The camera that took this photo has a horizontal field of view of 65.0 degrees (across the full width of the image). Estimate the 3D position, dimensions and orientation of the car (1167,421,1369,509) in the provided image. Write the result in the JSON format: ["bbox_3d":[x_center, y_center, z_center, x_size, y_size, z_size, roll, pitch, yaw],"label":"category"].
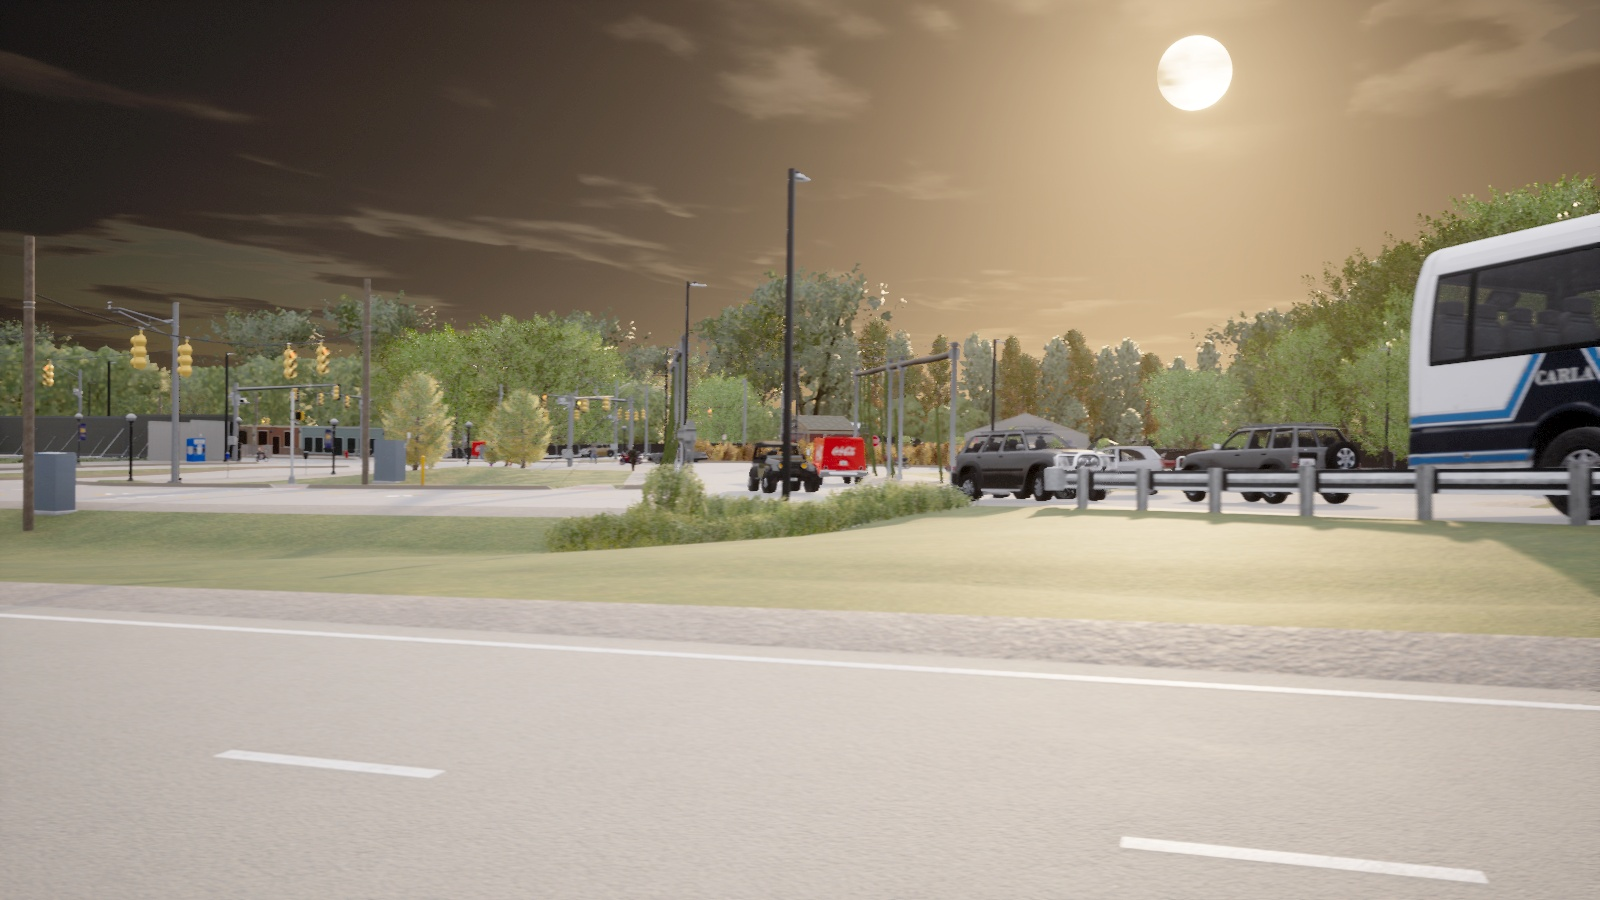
[{"bbox_3d":[10.677,0.389,29.037,1.932,1.855,4.605,1,-2,-18],"label":"car"}]

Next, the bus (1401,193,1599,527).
[{"bbox_3d":[12.700,-1.156,14.835,3.944,4.253,10.273,2,-3,-20],"label":"bus"}]

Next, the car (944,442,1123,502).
[{"bbox_3d":[6.799,0.626,36.777,4.611,1.667,2.242,-1,0,35],"label":"car"}]

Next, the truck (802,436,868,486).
[{"bbox_3d":[1.806,0.582,66.800,2.627,2.467,5.204,1,0,-8],"label":"truck"}]

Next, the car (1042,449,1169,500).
[{"bbox_3d":[9.430,0.743,38.757,3.633,1.501,1.845,-1,0,19],"label":"car"}]

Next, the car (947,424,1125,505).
[{"bbox_3d":[5.749,0.384,31.226,1.932,1.855,4.605,1,-1,-27],"label":"car"}]

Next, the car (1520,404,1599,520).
[{"bbox_3d":[14.188,0.169,19.770,1.932,1.855,4.605,1,-3,-26],"label":"car"}]

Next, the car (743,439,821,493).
[{"bbox_3d":[-0.718,0.596,45.744,1.905,1.878,3.866,1,-1,-16],"label":"car"}]
